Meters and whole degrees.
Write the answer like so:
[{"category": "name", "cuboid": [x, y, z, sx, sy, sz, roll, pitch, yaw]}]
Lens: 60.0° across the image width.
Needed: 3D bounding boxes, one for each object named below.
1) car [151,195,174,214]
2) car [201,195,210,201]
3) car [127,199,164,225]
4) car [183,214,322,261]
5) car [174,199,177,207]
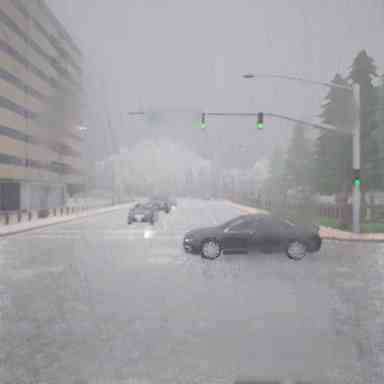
[{"category": "car", "cuboid": [-3.587, 1.321, 37.081, 2.150, 2.045, 5.566, 0, 0, 0]}, {"category": "car", "cuboid": [3.982, 1.521, 92.662, 2.097, 1.767, 4.553, 0, 0, 0]}, {"category": "car", "cuboid": [-3.596, 1.574, 25.003, 2.128, 1.511, 4.902, 0, 0, 0]}, {"category": "car", "cuboid": [2.102, 1.576, 11.979, 4.892, 1.490, 1.837, 0, 0, 0]}, {"category": "car", "cuboid": [-3.532, 1.686, 54.826, 1.994, 1.385, 4.181, 0, 0, 0]}]
